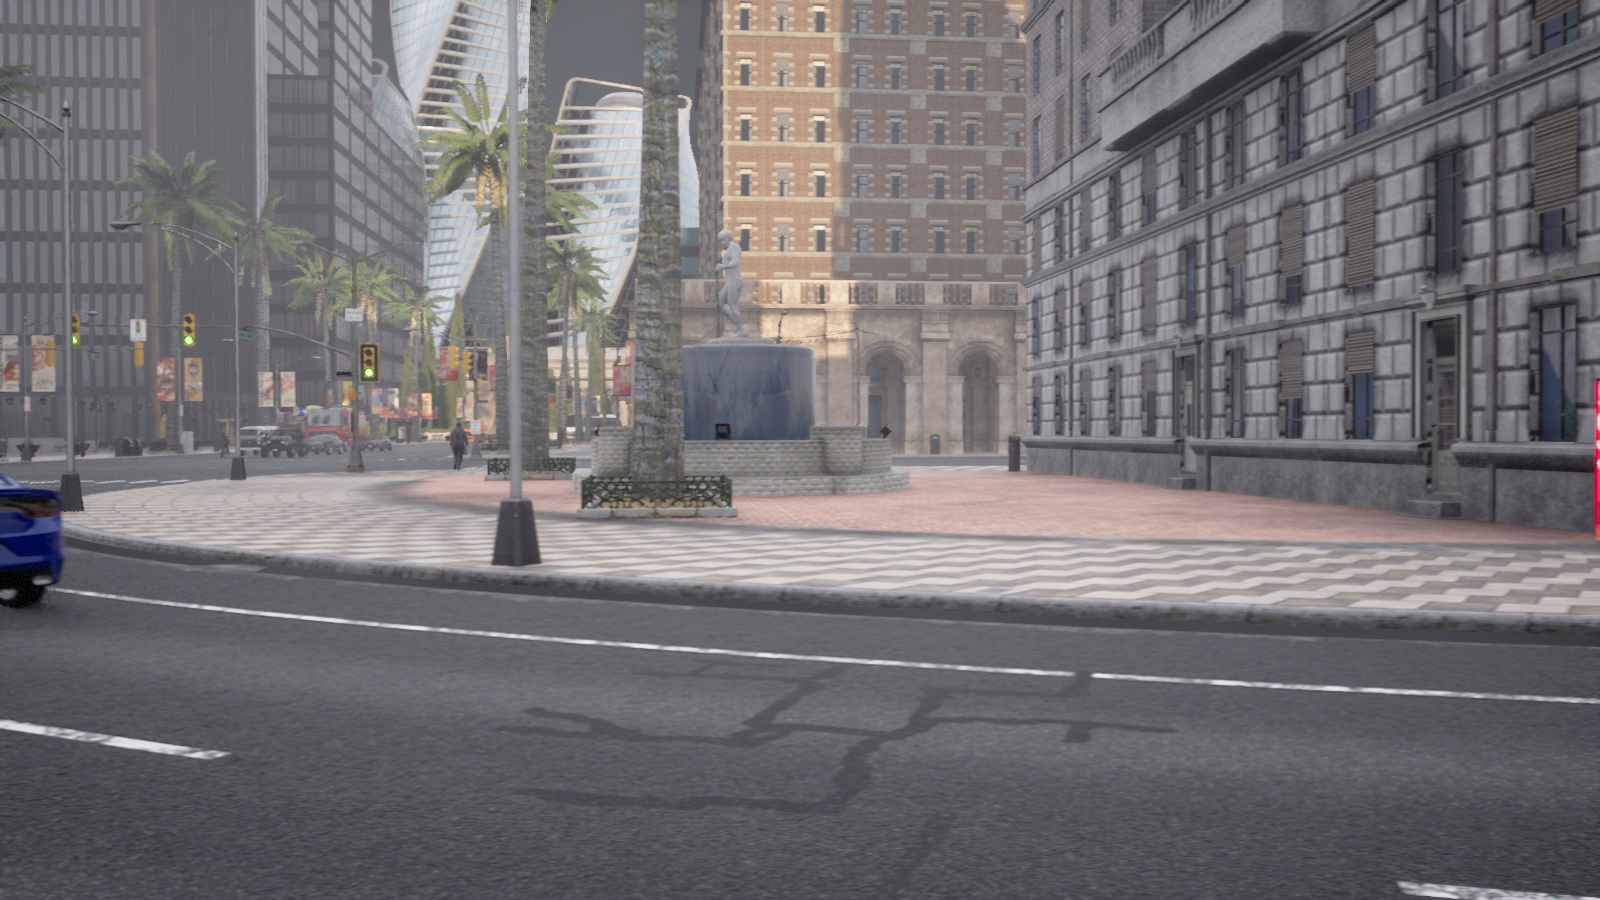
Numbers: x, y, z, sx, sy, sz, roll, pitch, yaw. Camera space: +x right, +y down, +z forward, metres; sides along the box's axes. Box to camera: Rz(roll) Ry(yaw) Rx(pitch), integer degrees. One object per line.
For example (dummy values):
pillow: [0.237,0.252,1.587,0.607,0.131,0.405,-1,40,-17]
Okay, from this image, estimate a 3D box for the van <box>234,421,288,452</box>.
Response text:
van: [-36.800,-0.911,85.902,2.069,2.038,4.480,0,1,-5]

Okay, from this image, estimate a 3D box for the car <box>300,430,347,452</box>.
car: [-33.529,-0.656,88.536,1.837,1.490,4.892,0,1,-5]

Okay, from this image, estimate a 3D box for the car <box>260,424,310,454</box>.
car: [-32.739,-0.730,79.882,1.905,1.878,3.866,0,1,-5]

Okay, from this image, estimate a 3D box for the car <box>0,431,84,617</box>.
car: [-8.861,0.593,11.533,5.008,1.535,1.882,1,1,33]

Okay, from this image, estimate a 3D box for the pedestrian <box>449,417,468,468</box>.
pedestrian: [-12.439,-0.266,45.755,0.540,1.848,0.694,0,1,-6]
